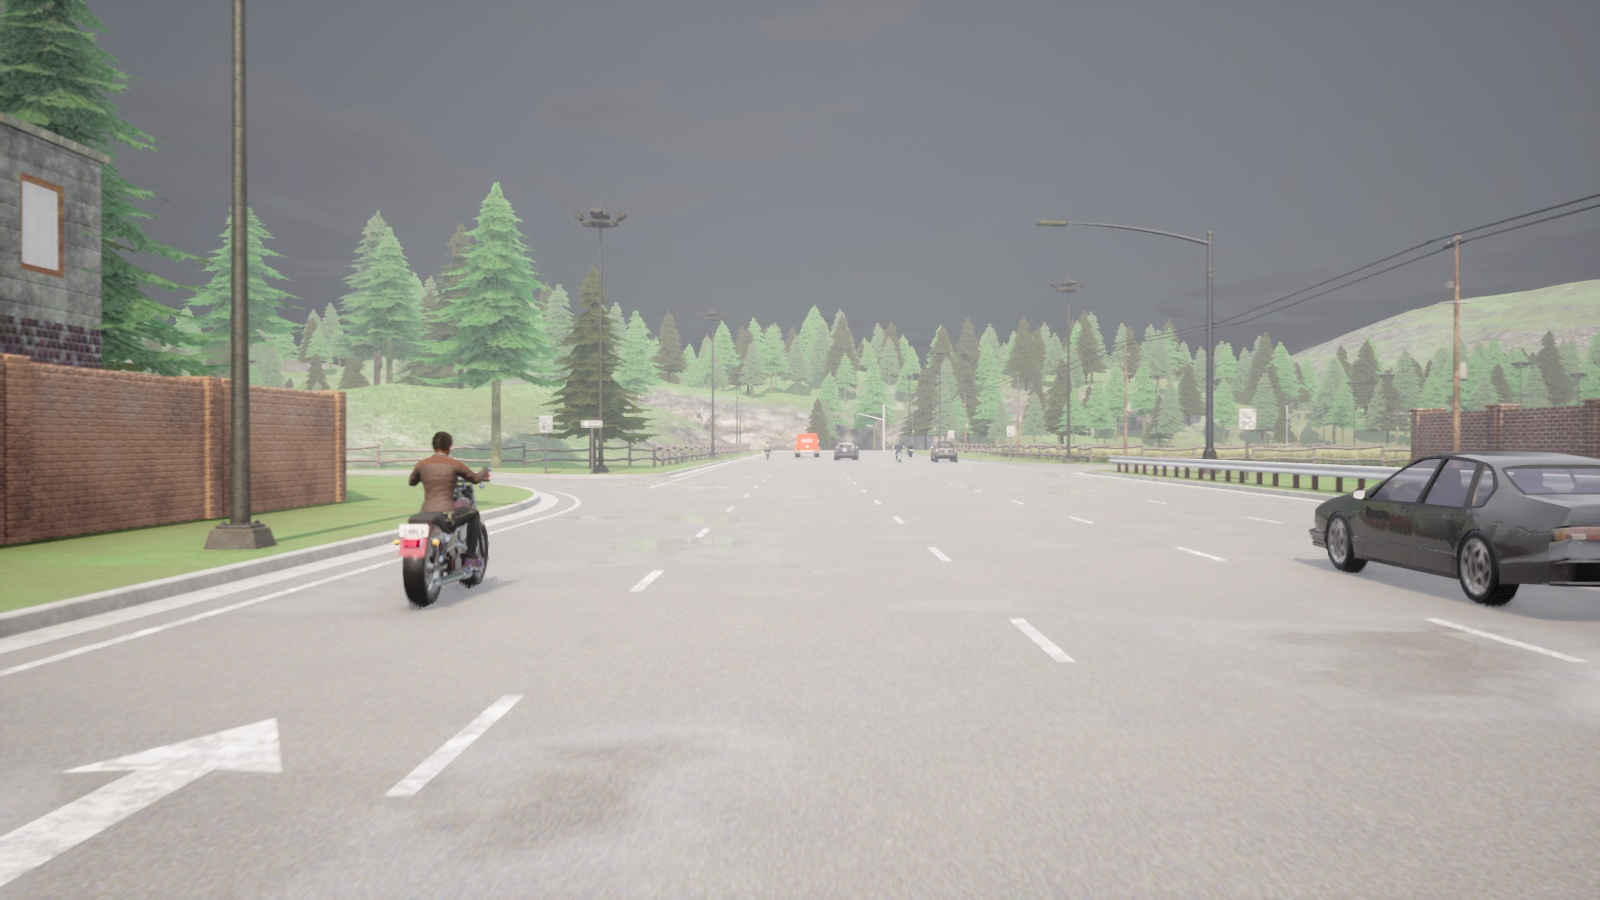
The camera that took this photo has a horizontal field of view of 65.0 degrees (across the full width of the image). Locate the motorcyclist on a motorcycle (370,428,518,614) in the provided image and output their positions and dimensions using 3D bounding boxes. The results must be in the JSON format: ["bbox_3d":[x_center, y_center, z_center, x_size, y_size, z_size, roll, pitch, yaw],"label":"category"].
[{"bbox_3d":[-3.415,0.625,12.289,0.766,1.649,2.350,0,0,0],"label":"motorcyclist on a motorcycle"}]

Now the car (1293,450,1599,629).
[{"bbox_3d":[7.088,0.727,12.826,2.033,1.411,5.357,0,0,0],"label":"car"}]

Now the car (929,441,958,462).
[{"bbox_3d":[11.062,0.107,96.986,1.851,1.617,3.988,0,0,0],"label":"car"}]
